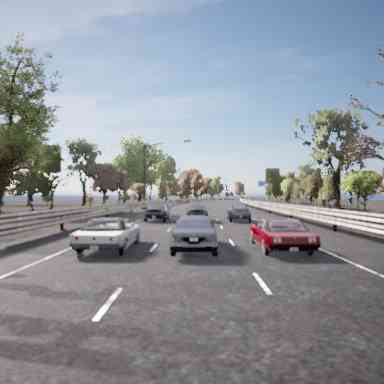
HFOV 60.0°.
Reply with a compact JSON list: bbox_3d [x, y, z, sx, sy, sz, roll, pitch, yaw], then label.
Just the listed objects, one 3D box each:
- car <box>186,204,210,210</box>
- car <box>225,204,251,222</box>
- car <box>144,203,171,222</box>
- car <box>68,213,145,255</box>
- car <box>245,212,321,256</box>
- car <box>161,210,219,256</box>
[{"bbox_3d":[0.495,1.785,28.952,1.837,1.490,4.892,0,0,2],"label":"car"},{"bbox_3d":[3.993,1.769,28.829,2.128,1.511,4.902,0,0,2],"label":"car"},{"bbox_3d":[-2.980,1.764,29.088,1.837,1.490,4.892,2,0,2],"label":"car"},{"bbox_3d":[-3.392,1.722,13.929,1.895,1.301,4.718,1,-1,1],"label":"car"},{"bbox_3d":[3.600,1.733,13.813,1.895,1.301,4.718,0,-1,1],"label":"car"},{"bbox_3d":[0.098,1.679,13.752,2.033,1.411,5.357,0,-1,1],"label":"car"}]
